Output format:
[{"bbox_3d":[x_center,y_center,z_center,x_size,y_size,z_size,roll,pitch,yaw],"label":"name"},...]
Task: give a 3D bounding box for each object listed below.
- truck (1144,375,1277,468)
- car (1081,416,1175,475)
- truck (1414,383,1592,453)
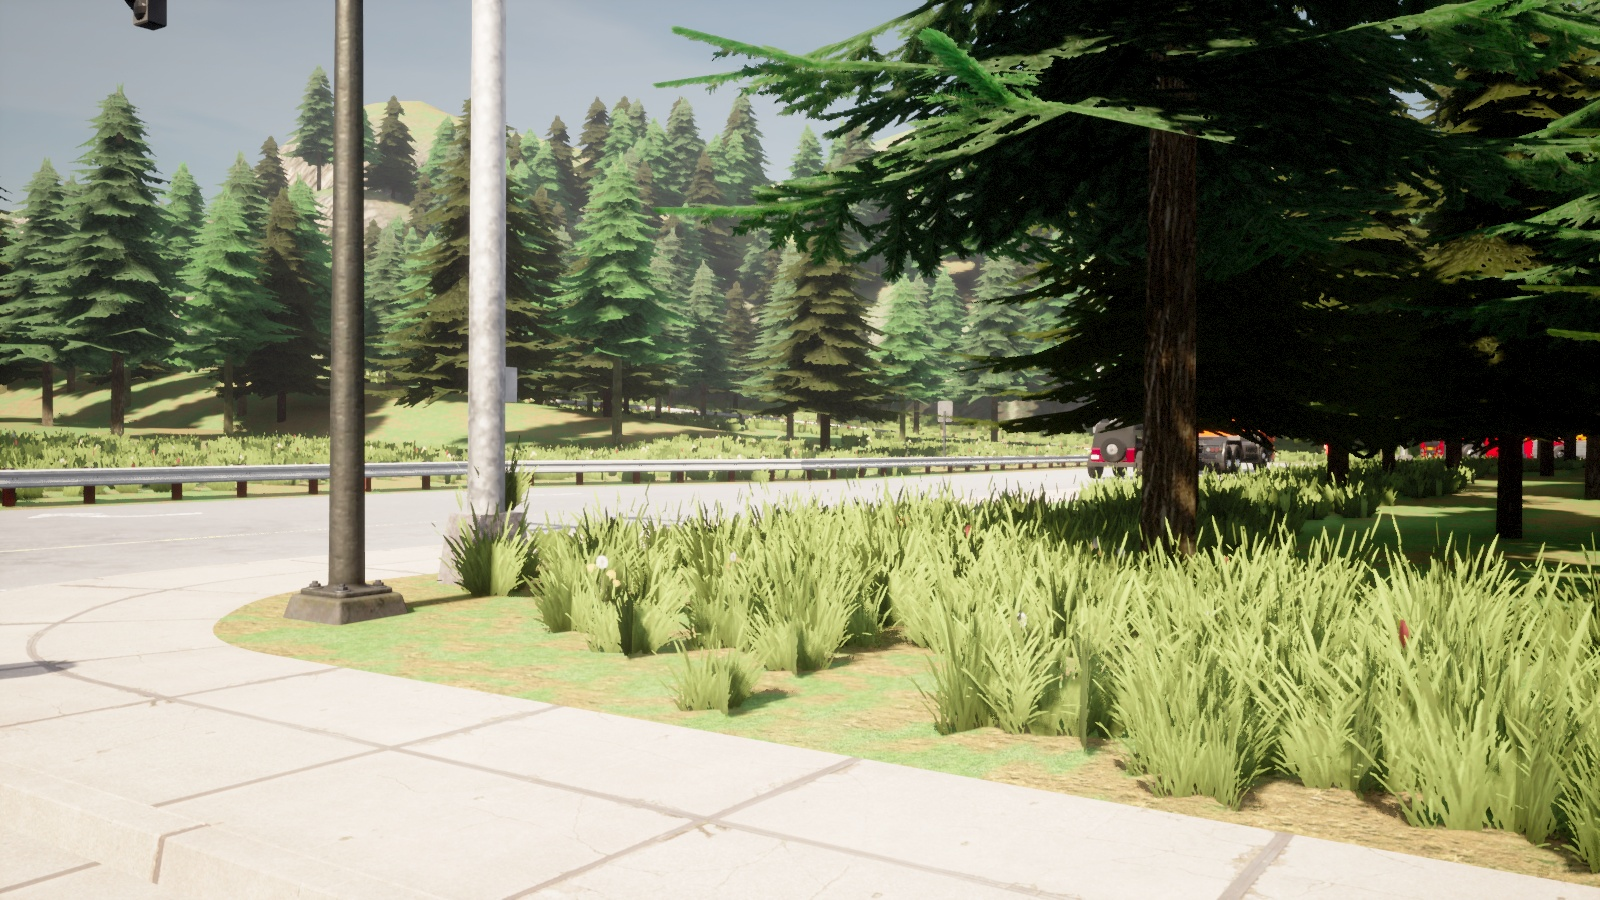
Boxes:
[{"bbox_3d":[16.632,-1.117,50.478,2.891,3.462,7.936,0,1,35],"label":"truck"},{"bbox_3d":[11.144,-0.181,42.538,1.905,1.878,3.866,0,1,34],"label":"car"},{"bbox_3d":[39.904,-1.797,71.496,8.468,3.827,2.891,0,1,2],"label":"truck"}]
